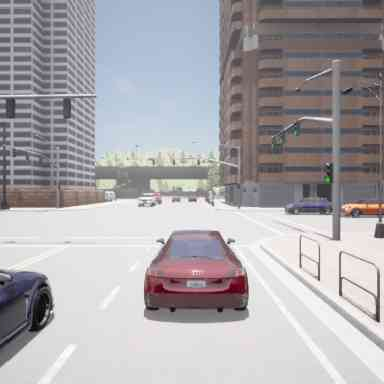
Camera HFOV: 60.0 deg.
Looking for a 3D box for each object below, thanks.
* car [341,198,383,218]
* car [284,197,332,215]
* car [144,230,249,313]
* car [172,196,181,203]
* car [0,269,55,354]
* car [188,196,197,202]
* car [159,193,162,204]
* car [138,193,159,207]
[{"bbox_3d":[15.563,1.352,29.616,4.553,1.767,2.097,0,0,1],"label":"car"},{"bbox_3d":[11.593,1.352,33.203,4.553,1.767,2.097,0,0,2],"label":"car"},{"bbox_3d":[0.092,1.564,7.775,1.994,1.385,4.181,0,0,0],"label":"car"},{"bbox_3d":[-3.356,1.542,71.955,2.033,1.411,5.357,0,0,0],"label":"car"},{"bbox_3d":[-3.434,1.564,4.207,1.994,1.385,4.181,0,0,1],"label":"car"},{"bbox_3d":[0.114,1.525,73.412,2.128,1.511,4.902,0,0,0],"label":"car"},{"bbox_3d":[-6.963,1.221,62.593,2.150,2.045,5.566,0,0,1],"label":"car"},{"bbox_3d":[-7.014,1.221,52.173,2.150,2.045,5.566,0,0,0],"label":"car"}]
